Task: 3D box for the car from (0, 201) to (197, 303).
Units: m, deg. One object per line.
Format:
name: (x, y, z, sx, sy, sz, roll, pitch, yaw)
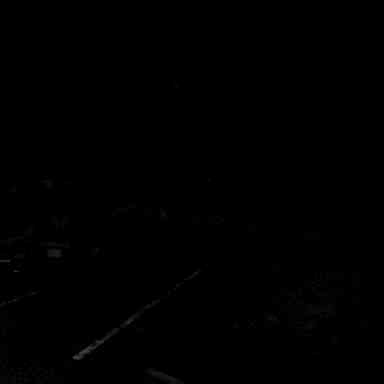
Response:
car: (-1.621, 1.253, 8.594, 2.435, 2.045, 5.566, 0, -1, 19)
